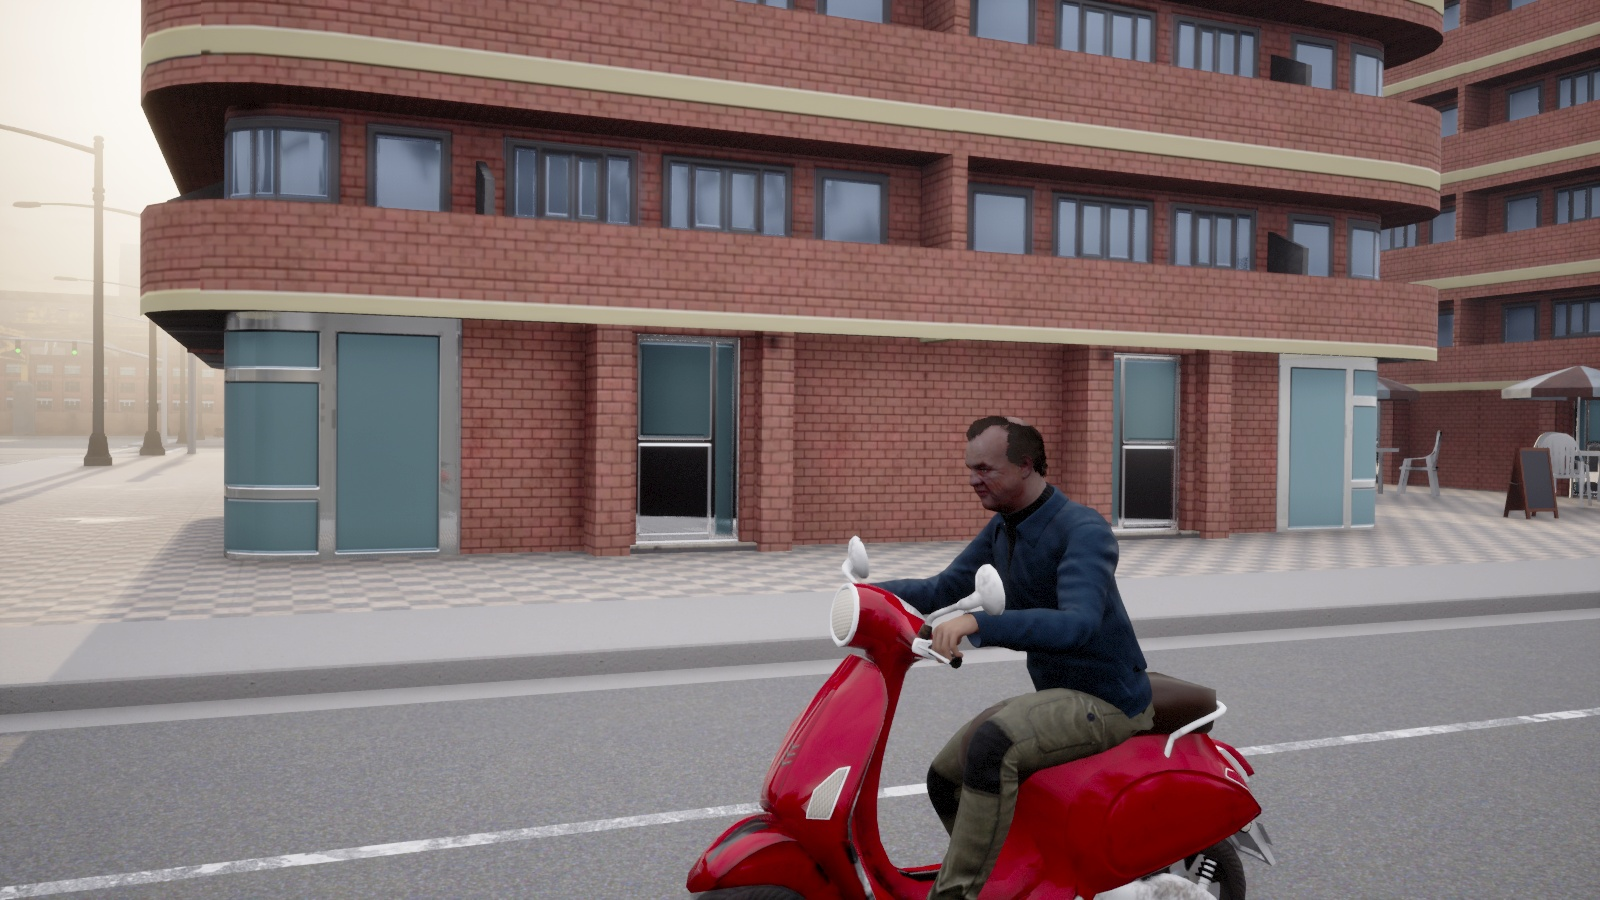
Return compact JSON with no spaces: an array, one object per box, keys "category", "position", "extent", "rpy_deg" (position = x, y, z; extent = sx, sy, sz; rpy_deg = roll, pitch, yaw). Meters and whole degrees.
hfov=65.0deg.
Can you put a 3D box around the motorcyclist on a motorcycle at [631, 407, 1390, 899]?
[{"category":"motorcyclist on a motorcycle","position":[0.546,0.691,3.382],"extent":[1.817,1.590,0.866],"rpy_deg":[-1,1,-21]}]
